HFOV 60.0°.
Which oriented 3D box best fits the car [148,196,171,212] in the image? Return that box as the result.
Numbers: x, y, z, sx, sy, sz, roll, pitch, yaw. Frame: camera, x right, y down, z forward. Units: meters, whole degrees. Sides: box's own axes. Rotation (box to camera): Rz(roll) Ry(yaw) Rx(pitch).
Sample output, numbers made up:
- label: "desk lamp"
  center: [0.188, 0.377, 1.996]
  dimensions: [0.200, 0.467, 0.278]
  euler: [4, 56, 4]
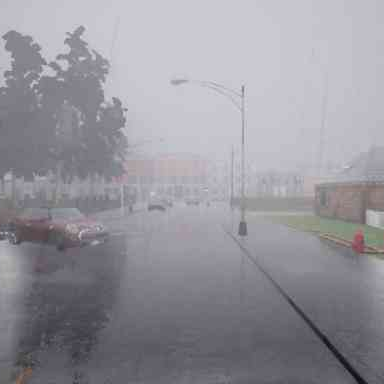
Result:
- label: "car"
  center: [-4.053, 1.547, 39.699]
  dimensions: [2.033, 1.411, 5.357]
  euler: [0, 0, 0]

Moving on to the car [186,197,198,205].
- label: "car"
  center: [0.051, 1.564, 58.281]
  dimensions: [1.994, 1.385, 4.181]
  euler: [0, 0, -2]

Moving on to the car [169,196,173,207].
- label: "car"
  center: [-4.008, 1.352, 49.847]
  dimensions: [2.097, 1.767, 4.553]
  euler: [0, 0, 1]

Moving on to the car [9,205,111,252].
- label: "car"
  center: [-5.572, 1.352, 13.962]
  dimensions: [4.553, 1.767, 2.097]
  euler: [0, 1, 32]
